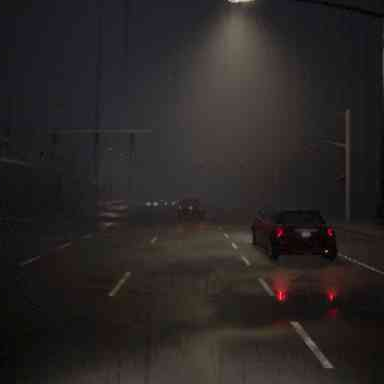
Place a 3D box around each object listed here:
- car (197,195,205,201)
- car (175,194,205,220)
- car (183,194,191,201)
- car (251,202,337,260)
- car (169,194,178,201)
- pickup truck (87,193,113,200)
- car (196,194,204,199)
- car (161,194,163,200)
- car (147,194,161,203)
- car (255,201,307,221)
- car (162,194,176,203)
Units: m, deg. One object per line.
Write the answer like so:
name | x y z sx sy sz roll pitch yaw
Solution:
car | 2.266 1.391 82.921 1.812 1.442 4.674 0 0 -1
car | -0.138 1.307 28.229 2.097 1.767 4.553 0 0 -1
car | -1.233 1.343 82.838 1.882 1.535 5.008 0 0 -1
car | 3.563 1.333 12.466 2.097 1.767 4.553 0 0 0
car | -4.759 1.350 84.504 2.128 1.511 4.902 0 0 -1
pickup truck | -21.272 0.940 77.417 2.390 2.098 6.274 0 0 30
car | 2.107 1.305 93.139 2.033 1.411 5.357 0 0 -1
car | -8.259 1.182 84.453 2.097 1.767 4.553 0 0 -1
car | -8.002 1.491 67.990 1.895 1.301 4.718 0 0 -1
car | 7.465 1.521 27.711 4.181 1.385 1.994 0 0 -37
car | -4.505 1.420 68.143 1.812 1.442 4.674 0 0 -1
